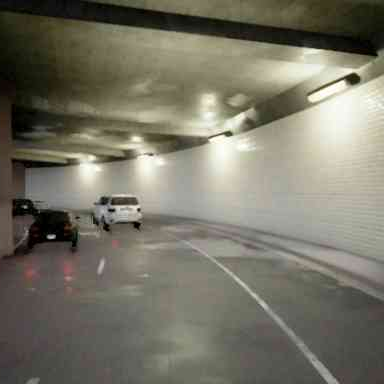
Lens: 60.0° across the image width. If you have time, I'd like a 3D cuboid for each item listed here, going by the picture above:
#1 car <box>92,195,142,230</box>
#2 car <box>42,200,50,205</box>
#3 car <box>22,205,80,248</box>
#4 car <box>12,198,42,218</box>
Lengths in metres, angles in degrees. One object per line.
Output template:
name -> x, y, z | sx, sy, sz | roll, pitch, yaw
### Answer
car -> -4.834, 1.187, 20.964 | 2.150, 2.045, 5.566 | 0, 0, -26
car -> -17.005, 1.497, 35.751 | 4.674, 1.442, 1.812 | 0, 0, 39
car -> -6.006, 1.510, 14.667 | 1.812, 1.442, 4.674 | 0, 0, -18
car -> -15.638, 1.333, 29.837 | 2.097, 1.767, 4.553 | 0, 0, -44
